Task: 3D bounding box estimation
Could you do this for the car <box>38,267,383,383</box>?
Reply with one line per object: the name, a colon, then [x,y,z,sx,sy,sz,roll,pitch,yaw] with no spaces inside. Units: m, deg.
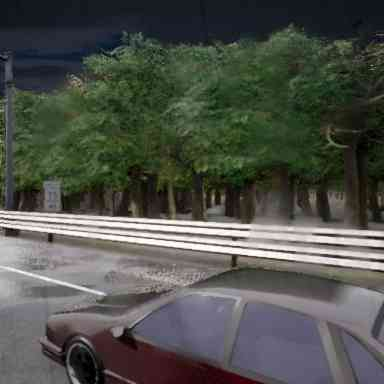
car: [0.644,1.563,3.410,5.357,1.411,2.033,-1,0,36]
